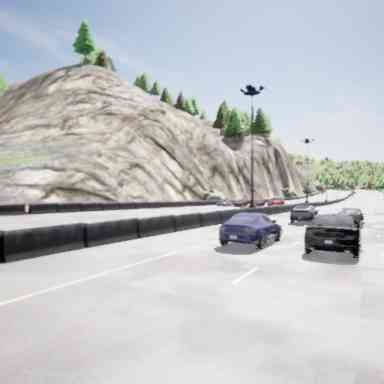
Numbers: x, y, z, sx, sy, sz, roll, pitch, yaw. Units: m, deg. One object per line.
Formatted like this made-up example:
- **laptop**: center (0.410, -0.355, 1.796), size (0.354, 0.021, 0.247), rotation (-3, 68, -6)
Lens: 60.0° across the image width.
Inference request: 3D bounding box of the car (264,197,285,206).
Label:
- **car**: center (15.797, 2.035, 62.246), size (2.150, 2.045, 5.566), rotation (0, -1, 29)

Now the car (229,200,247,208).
- **car**: center (9.608, 2.242, 65.506), size (1.882, 1.535, 5.008), rotation (0, -1, 29)

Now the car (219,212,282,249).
- **car**: center (2.753, 1.663, 15.249), size (1.812, 1.442, 4.674), rotation (0, 0, 28)

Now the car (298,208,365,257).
- **car**: center (6.009, 1.644, 13.910), size (1.882, 1.535, 5.008), rotation (0, 0, 28)

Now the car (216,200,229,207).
- **car**: center (6.502, 2.338, 67.097), size (1.895, 1.301, 4.718), rotation (0, -1, 28)

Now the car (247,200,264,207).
- **car**: center (12.710, 2.267, 63.901), size (1.882, 1.535, 5.008), rotation (0, -1, 29)

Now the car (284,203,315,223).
- **car**: center (9.617, 1.860, 28.167), size (2.128, 1.511, 4.902), rotation (0, -1, 28)
